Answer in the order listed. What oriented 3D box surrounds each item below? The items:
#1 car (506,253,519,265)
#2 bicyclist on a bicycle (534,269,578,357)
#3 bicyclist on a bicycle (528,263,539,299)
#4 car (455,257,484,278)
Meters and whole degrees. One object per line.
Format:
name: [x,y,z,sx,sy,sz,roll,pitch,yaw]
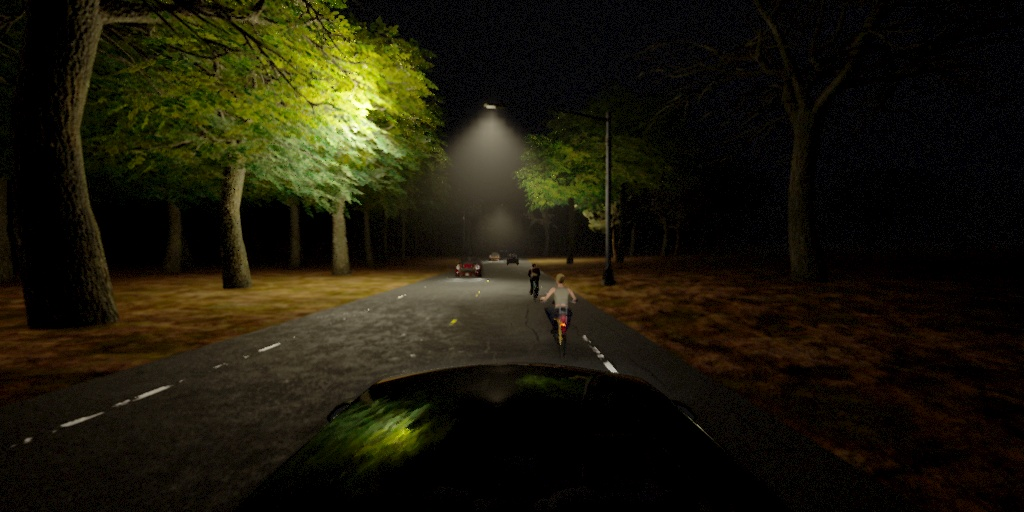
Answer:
car: [0.112,0.591,58.931,2.128,1.511,4.902,0,1,0]
bicyclist on a bicycle: [0.997,1.170,7.506,0.866,1.612,1.509,0,0,0]
bicyclist on a bicycle: [0.968,1.140,15.459,0.582,1.620,1.656,0,0,0]
car: [-3.593,0.881,31.034,2.097,1.767,4.553,0,1,0]
